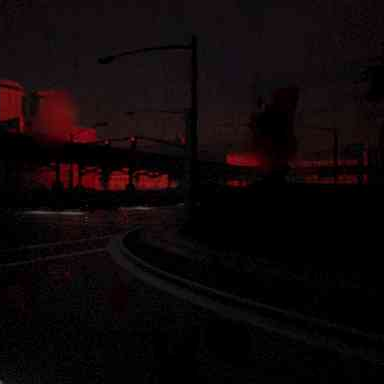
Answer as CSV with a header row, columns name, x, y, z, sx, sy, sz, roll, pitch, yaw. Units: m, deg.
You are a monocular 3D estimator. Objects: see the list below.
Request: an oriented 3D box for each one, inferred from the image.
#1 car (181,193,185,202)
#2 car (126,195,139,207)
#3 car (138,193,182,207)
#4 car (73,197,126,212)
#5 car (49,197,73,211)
name,x,y,z,sx,sy,sz,roll,pitch,yaw
car,-2.493,0.911,51.731,2.097,1.767,4.553,0,1,37
car,-8.009,1.190,44.436,2.128,1.511,4.902,0,1,37
car,-4.089,1.228,43.820,2.033,1.411,5.357,0,1,37
car,-9.958,1.302,36.045,1.837,1.490,4.892,0,1,37
car,-13.526,1.334,37.131,1.812,1.442,4.674,0,1,37
